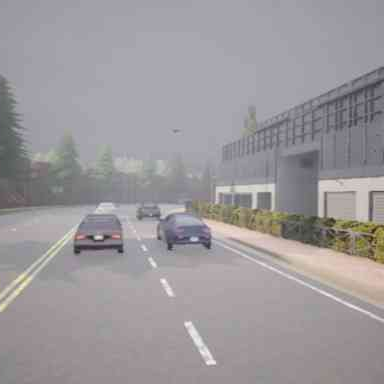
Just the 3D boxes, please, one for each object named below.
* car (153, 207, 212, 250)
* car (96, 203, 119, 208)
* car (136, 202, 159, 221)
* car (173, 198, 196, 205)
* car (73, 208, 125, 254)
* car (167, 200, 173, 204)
[{"bbox_3d":[-0.434,1.632,14.937,1.812,1.442,4.674,1,0,-13],"label":"car"},{"bbox_3d":[-7.306,1.645,28.729,1.812,1.442,4.674,1,0,-13],"label":"car"},{"bbox_3d":[-3.884,1.662,29.452,2.128,1.511,4.902,1,0,-13],"label":"car"},{"bbox_3d":[-1.051,2.042,71.329,2.128,1.511,4.902,0,-1,38],"label":"car"},{"bbox_3d":[-3.753,1.601,13.749,2.033,1.411,5.357,1,0,-13],"label":"car"},{"bbox_3d":[-3.399,2.102,73.992,1.895,1.301,4.718,0,-1,41],"label":"car"}]
